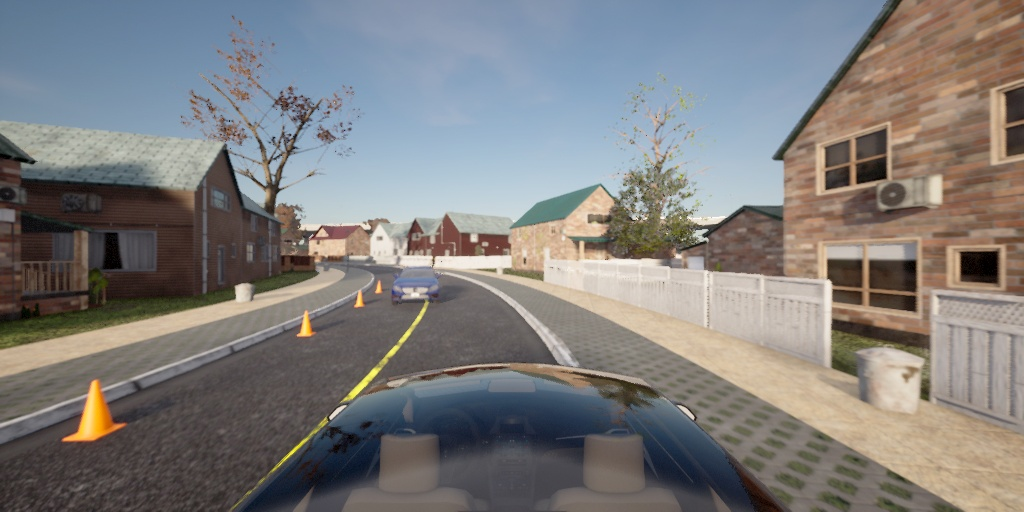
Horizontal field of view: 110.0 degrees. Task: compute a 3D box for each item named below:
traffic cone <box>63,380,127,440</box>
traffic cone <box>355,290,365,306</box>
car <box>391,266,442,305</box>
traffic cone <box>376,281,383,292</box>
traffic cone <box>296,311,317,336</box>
[{"bbox_3d":[-4.670,1.691,4.029,0.340,0.580,0.340,0,0,-3],"label":"traffic cone"},{"bbox_3d":[-5.782,1.600,13.638,0.340,0.580,0.340,0,0,-10],"label":"traffic cone"},{"bbox_3d":[-4.030,1.154,15.426,1.812,1.442,4.674,0,0,-12],"label":"car"},{"bbox_3d":[-6.804,1.555,18.367,0.340,0.580,0.340,0,0,-14],"label":"traffic cone"},{"bbox_3d":[-5.070,1.645,8.851,0.340,0.580,0.340,0,0,-7],"label":"traffic cone"}]
